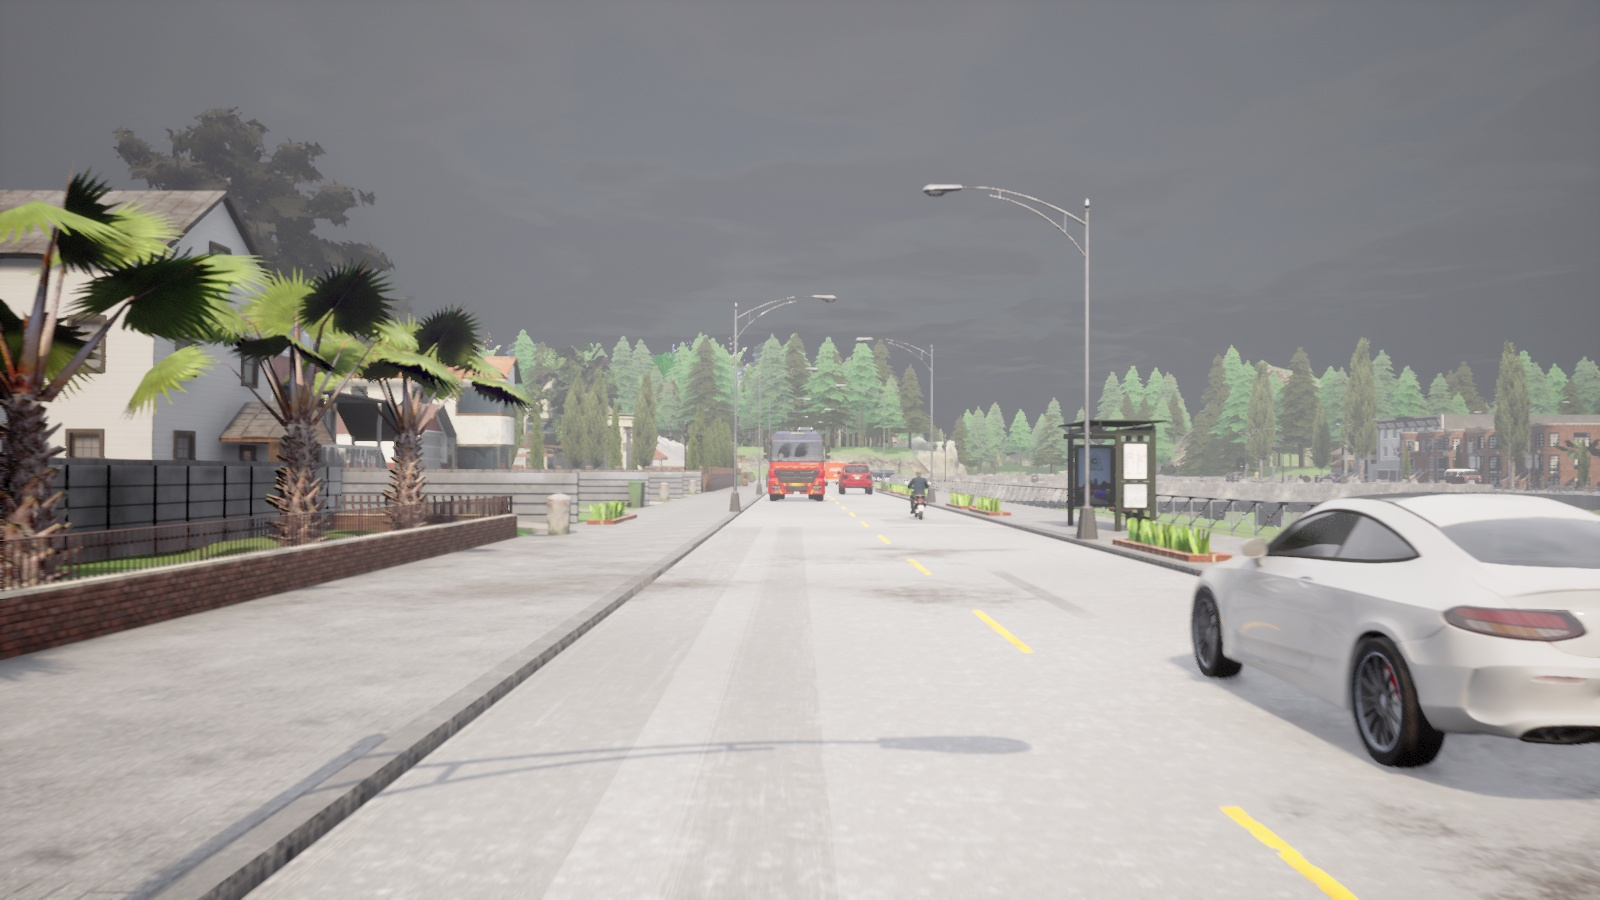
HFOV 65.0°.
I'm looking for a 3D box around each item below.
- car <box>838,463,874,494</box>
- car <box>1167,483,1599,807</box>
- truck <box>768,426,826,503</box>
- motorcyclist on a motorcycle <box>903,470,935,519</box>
[{"bbox_3d":[3.797,1.962,86.208,2.150,2.045,5.566,0,-1,0],"label":"car"},{"bbox_3d":[3.981,0.961,8.141,1.812,1.442,4.674,0,-1,0],"label":"car"},{"bbox_3d":[-0.162,0.770,66.859,2.891,3.827,8.468,0,-1,0],"label":"truck"},{"bbox_3d":[3.903,1.446,41.413,0.866,1.590,1.817,0,-1,0],"label":"motorcyclist on a motorcycle"}]
